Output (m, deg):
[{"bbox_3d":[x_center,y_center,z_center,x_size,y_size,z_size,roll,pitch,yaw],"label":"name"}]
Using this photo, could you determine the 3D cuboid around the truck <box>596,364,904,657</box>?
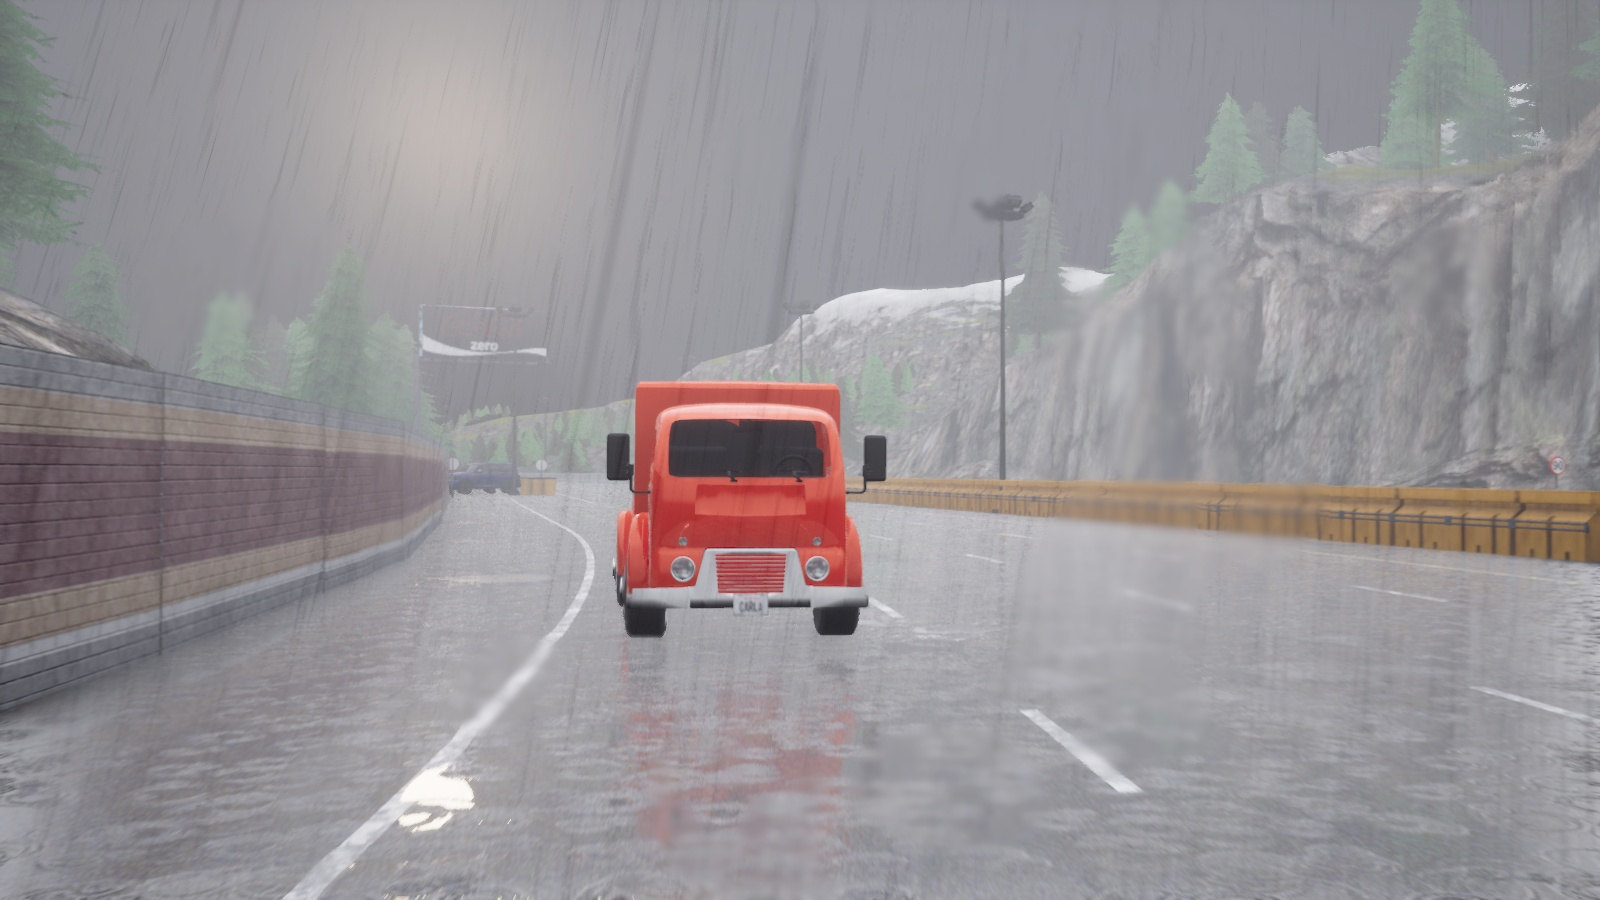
[{"bbox_3d":[-0.702,0.556,13.307,2.627,2.467,5.204,0,-1,-6],"label":"truck"}]

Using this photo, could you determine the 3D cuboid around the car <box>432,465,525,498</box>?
[{"bbox_3d":[-20.524,1.967,80.300,2.150,2.045,5.566,0,-1,40],"label":"car"}]
